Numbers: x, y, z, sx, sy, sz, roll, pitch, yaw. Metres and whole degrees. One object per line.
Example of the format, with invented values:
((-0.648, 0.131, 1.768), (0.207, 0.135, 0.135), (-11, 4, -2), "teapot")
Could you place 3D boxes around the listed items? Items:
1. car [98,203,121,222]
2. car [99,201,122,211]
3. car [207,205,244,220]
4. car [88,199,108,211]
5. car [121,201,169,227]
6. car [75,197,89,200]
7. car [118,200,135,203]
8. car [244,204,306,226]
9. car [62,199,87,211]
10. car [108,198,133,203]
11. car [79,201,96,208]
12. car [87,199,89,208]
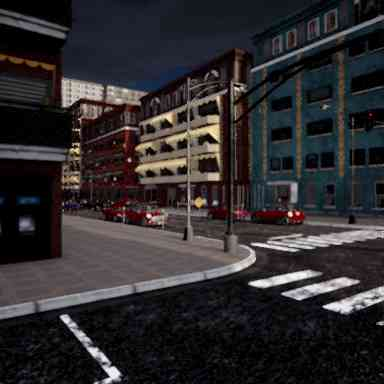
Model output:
((-6.536, 1.877, 29.352), (1.802, 1.307, 4.206), (-1, 0, -35), "car")
((-12.828, 2.113, 52.069), (2.008, 1.369, 4.403), (-1, 0, -35), "car")
((3.093, 1.804, 29.350), (1.802, 1.307, 4.206), (-1, 0, -35), "car")
((-12.824, 2.025, 47.690), (1.837, 1.490, 4.892), (0, -1, -34), "car")
((-3.355, 1.667, 24.808), (1.967, 1.590, 4.097), (-1, 0, -35), "car")
((-18.771, 1.867, 56.098), (2.150, 2.045, 5.566), (0, -1, -35), "car")
((-4.993, 1.808, 31.463), (1.837, 1.490, 4.892), (0, -1, -35), "car")
((6.277, 1.594, 24.807), (1.967, 1.590, 4.097), (-1, 0, -35), "car")
((-17.801, 2.179, 49.911), (1.895, 1.301, 4.718), (0, -1, -35), "car")
((-9.649, 1.809, 47.526), (2.192, 1.841, 5.009), (-1, 0, -35), "car")
((-19.194, 2.279, 61.159), (1.802, 1.307, 4.206), (-1, 0, -35), "car")
((-16.011, 2.212, 56.614), (1.802, 1.307, 4.206), (-1, 0, -35), "car")
